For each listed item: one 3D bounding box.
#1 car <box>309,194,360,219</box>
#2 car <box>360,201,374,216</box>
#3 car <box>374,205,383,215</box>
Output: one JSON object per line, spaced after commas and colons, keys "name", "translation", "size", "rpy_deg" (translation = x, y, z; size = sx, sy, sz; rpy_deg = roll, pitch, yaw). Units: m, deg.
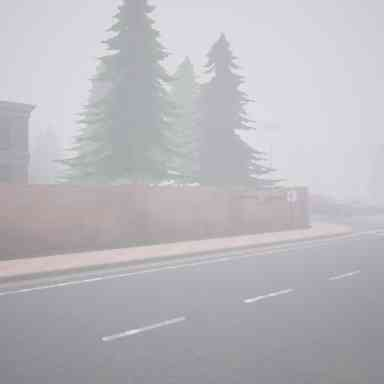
{"name": "car", "translation": [11.327, 1.222, 29.401], "size": [2.150, 2.045, 5.566], "rpy_deg": [0, 0, -35]}
{"name": "car", "translation": [14.059, 1.505, 31.601], "size": [1.837, 1.490, 4.892], "rpy_deg": [0, 0, -35]}
{"name": "car", "translation": [16.712, 1.548, 33.912], "size": [2.033, 1.411, 5.357], "rpy_deg": [0, 0, -35]}
